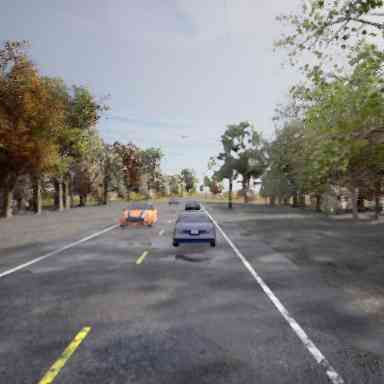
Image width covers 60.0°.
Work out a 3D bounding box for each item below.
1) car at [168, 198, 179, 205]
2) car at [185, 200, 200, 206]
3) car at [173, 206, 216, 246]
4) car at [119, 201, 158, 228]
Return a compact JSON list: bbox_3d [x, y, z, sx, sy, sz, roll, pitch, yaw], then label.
[{"bbox_3d":[-3.510,1.859,64.808,1.994,1.385,4.181,0,0,0],"label":"car"},{"bbox_3d":[0.096,1.774,45.777,1.994,1.385,4.181,0,0,0],"label":"car"},{"bbox_3d":[0.098,1.620,15.544,2.033,1.411,5.357,0,0,0],"label":"car"},{"bbox_3d":[-3.596,1.459,23.080,2.097,1.767,4.553,0,0,0],"label":"car"}]
